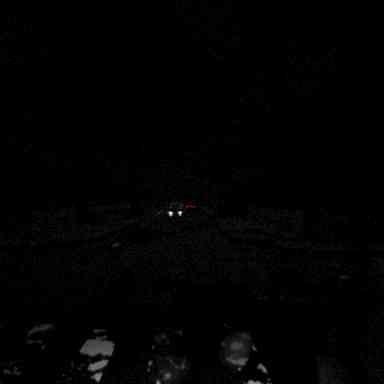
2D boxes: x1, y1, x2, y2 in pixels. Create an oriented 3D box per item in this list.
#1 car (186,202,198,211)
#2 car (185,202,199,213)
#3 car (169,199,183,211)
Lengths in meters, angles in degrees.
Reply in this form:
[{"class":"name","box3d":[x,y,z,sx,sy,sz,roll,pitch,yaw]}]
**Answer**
[{"class":"car","box3d":[0.005,2.724,63.507,2.128,1.511,4.902,0,-1,0]},{"class":"car","box3d":[0.005,2.469,53.089,2.128,1.511,4.902,0,-1,0]},{"class":"car","box3d":[-2.746,2.329,58.482,2.150,2.045,5.566,0,-1,0]}]
